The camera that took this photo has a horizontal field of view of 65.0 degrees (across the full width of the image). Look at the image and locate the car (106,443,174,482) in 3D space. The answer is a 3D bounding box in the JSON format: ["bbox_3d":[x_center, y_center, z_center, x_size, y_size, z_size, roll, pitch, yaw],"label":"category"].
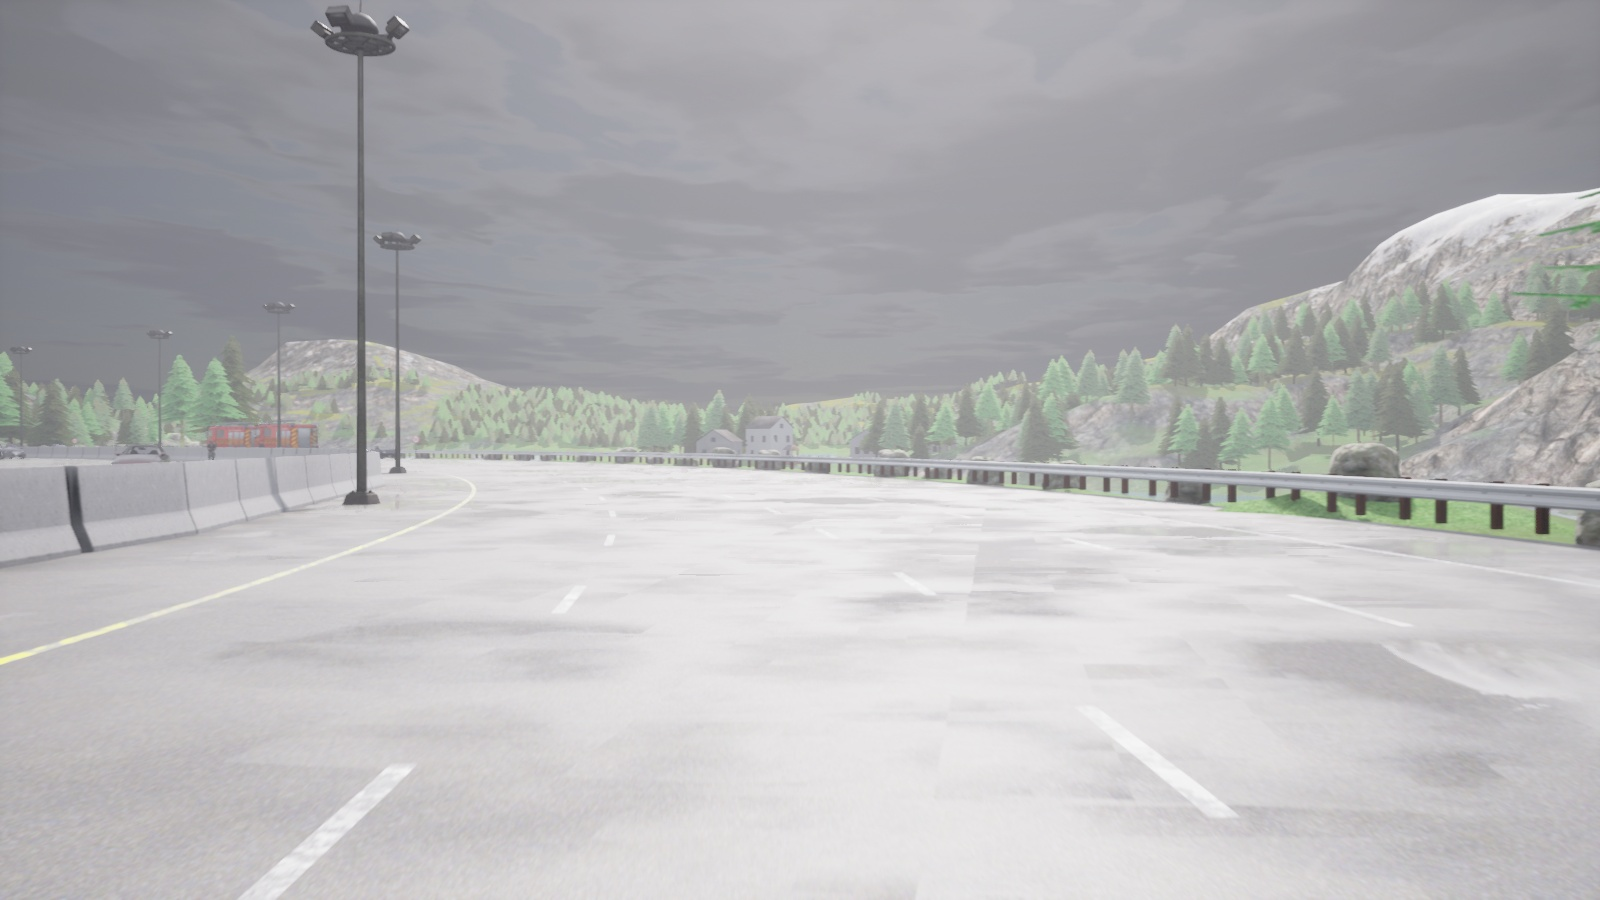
[{"bbox_3d":[-26.296,0.466,50.164,1.816,1.474,4.193,0,0,-20],"label":"car"}]
